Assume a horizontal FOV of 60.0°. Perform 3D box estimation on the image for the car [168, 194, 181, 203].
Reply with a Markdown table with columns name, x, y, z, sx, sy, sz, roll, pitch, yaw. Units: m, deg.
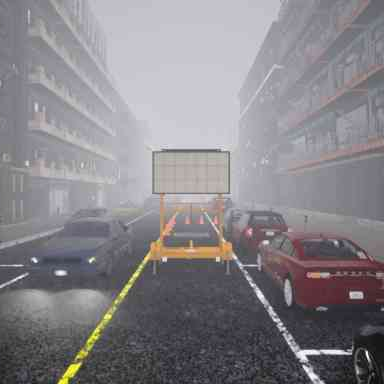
| name | x | y | z | sx | sy | sz | roll | pitch | yaw |
| --- | --- | --- | --- | --- | --- | --- | --- | --- | --- |
| car | -3.136 | 1.461 | 65.424 | 1.882 | 1.535 | 5.008 | 0 | 0 | 0 |

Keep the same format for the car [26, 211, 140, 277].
| name | x | y | z | sx | sy | sz | roll | pitch | yaw |
| --- | --- | --- | --- | --- | --- | --- | --- | --- | --- |
| car | -3.122 | 1.547 | 10.577 | 2.033 | 1.411 | 5.357 | 0 | 0 | 0 |

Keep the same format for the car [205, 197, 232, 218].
| name | x | y | z | sx | sy | sz | roll | pitch | yaw |
| --- | --- | --- | --- | --- | --- | --- | --- | --- | --- |
| car | 2.630 | 1.312 | 30.195 | 2.192 | 1.841 | 5.009 | 0 | 0 | 0 |

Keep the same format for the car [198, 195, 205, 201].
| name | x | y | z | sx | sy | sz | roll | pitch | yaw |
| --- | --- | --- | --- | --- | --- | --- | --- | --- | --- |
| car | 2.523 | 1.501 | 81.093 | 1.752 | 1.417 | 4.829 | 0 | 0 | 0 |

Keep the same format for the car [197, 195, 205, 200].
| name | x | y | z | sx | sy | sz | roll | pitch | yaw |
| --- | --- | --- | --- | --- | --- | --- | --- | --- | --- |
| car | 2.500 | 1.514 | 92.195 | 1.887 | 1.381 | 4.507 | 0 | 0 | 0 |

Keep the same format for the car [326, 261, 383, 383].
| name | x | y | z | sx | sy | sz | roll | pitch | yaw |
| --- | --- | --- | --- | --- | --- | --- | --- | --- | --- |
| car | 2.686 | 1.566 | 2.013 | 1.947 | 1.339 | 4.313 | 0 | 0 | 0 |

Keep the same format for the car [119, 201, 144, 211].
| name | x | y | z | sx | sy | sz | roll | pitch | yaw |
| --- | --- | --- | --- | --- | --- | --- | --- | --- | --- |
| car | -5.752 | 1.522 | 30.011 | 1.752 | 1.417 | 4.829 | 0 | 0 | 0 |

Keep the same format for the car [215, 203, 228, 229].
| name | x | y | z | sx | sy | sz | roll | pitch | yaw |
| --- | --- | --- | --- | --- | --- | --- | --- | --- | --- |
| car | 2.652 | 1.550 | 18.922 | 2.008 | 1.369 | 4.403 | 0 | 0 | 0 |

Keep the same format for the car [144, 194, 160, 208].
| name | x | y | z | sx | sy | sz | roll | pitch | yaw |
| --- | --- | --- | --- | --- | --- | --- | --- | --- | --- |
| car | -5.787 | 1.431 | 47.091 | 1.967 | 1.590 | 4.097 | 0 | 0 | 0 |

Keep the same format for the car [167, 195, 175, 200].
| name | x | y | z | sx | sy | sz | roll | pitch | yaw |
| --- | --- | --- | --- | --- | --- | --- | --- | --- | --- |
| car | -5.880 | 1.514 | 92.182 | 1.887 | 1.381 | 4.507 | 0 | 0 | 0 |

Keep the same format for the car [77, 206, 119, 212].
| name | x | y | z | sx | sy | sz | roll | pitch | yaw |
| --- | --- | --- | --- | --- | --- | --- | --- | --- | --- |
| car | -5.729 | 1.565 | 18.908 | 1.947 | 1.339 | 4.313 | 0 | 0 | 0 |

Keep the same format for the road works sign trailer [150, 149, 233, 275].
| name | x | y | z | sx | sy | sz | roll | pitch | yaw |
| --- | --- | --- | --- | --- | --- | --- | --- | --- | --- |
| road works sign trailer | -0.022 | 0.464 | 10.413 | 2.380 | 3.560 | 2.880 | 0 | 0 | 0 |

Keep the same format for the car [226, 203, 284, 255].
| name | x | y | z | sx | sy | sz | roll | pitch | yaw |
| --- | --- | --- | --- | --- | --- | --- | --- | --- | --- |
| car | 2.664 | 1.440 | 13.286 | 1.967 | 1.590 | 4.097 | 0 | 0 | 0 |

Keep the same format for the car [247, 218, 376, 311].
| name | x | y | z | sx | sy | sz | roll | pitch | yaw |
| --- | --- | --- | --- | --- | --- | --- | --- | --- | --- |
| car | 2.675 | 1.545 | 7.649 | 1.887 | 1.381 | 4.507 | 0 | 0 | 0 |

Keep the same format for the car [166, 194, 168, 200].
| name | x | y | z | sx | sy | sz | roll | pitch | yaw |
| --- | --- | --- | --- | --- | --- | --- | --- | --- | --- |
| car | -5.856 | 1.290 | 80.909 | 2.192 | 1.841 | 5.009 | 0 | 0 | 0 |

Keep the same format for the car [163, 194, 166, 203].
| name | x | y | z | sx | sy | sz | roll | pitch | yaw |
| --- | --- | --- | --- | --- | --- | --- | --- | --- | --- |
| car | -5.798 | 1.304 | 52.727 | 2.192 | 1.841 | 5.009 | 0 | 0 | 0 |

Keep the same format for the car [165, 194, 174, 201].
| name | x | y | z | sx | sy | sz | roll | pitch | yaw |
| --- | --- | --- | --- | --- | --- | --- | --- | --- | --- |
| car | -5.869 | 1.412 | 86.545 | 1.967 | 1.590 | 4.097 | 0 | 0 | 0 |
